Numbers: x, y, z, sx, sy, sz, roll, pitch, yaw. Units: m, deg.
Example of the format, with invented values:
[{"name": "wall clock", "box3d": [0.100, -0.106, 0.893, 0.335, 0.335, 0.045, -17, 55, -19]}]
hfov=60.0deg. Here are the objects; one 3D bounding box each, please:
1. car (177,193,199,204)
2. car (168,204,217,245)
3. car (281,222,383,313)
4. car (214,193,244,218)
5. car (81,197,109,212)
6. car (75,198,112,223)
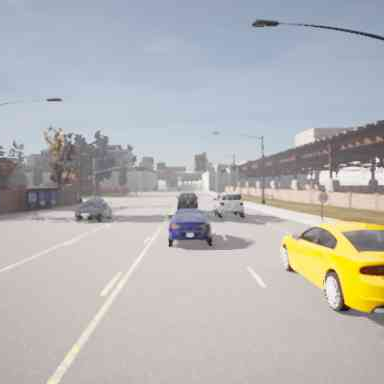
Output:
[{"name": "car", "box3d": [-0.444, 1.099, 35.580, 2.150, 2.045, 5.566, -1, 0, -1]}, {"name": "car", "box3d": [-0.106, 1.479, 15.092, 1.812, 1.442, 4.674, -1, 0, -1]}, {"name": "car", "box3d": [3.508, 1.417, 7.594, 1.882, 1.535, 5.008, -1, 0, -1]}, {"name": "car", "box3d": [3.164, 1.095, 29.093, 2.150, 2.045, 5.566, -1, 0, -1]}, {"name": "car", "box3d": [-11.174, 1.443, 38.739, 1.882, 1.535, 5.008, -1, 0, -1]}, {"name": "car", "box3d": [-7.473, 1.489, 25.621, 2.128, 1.511, 4.902, -1, 0, -1]}]
